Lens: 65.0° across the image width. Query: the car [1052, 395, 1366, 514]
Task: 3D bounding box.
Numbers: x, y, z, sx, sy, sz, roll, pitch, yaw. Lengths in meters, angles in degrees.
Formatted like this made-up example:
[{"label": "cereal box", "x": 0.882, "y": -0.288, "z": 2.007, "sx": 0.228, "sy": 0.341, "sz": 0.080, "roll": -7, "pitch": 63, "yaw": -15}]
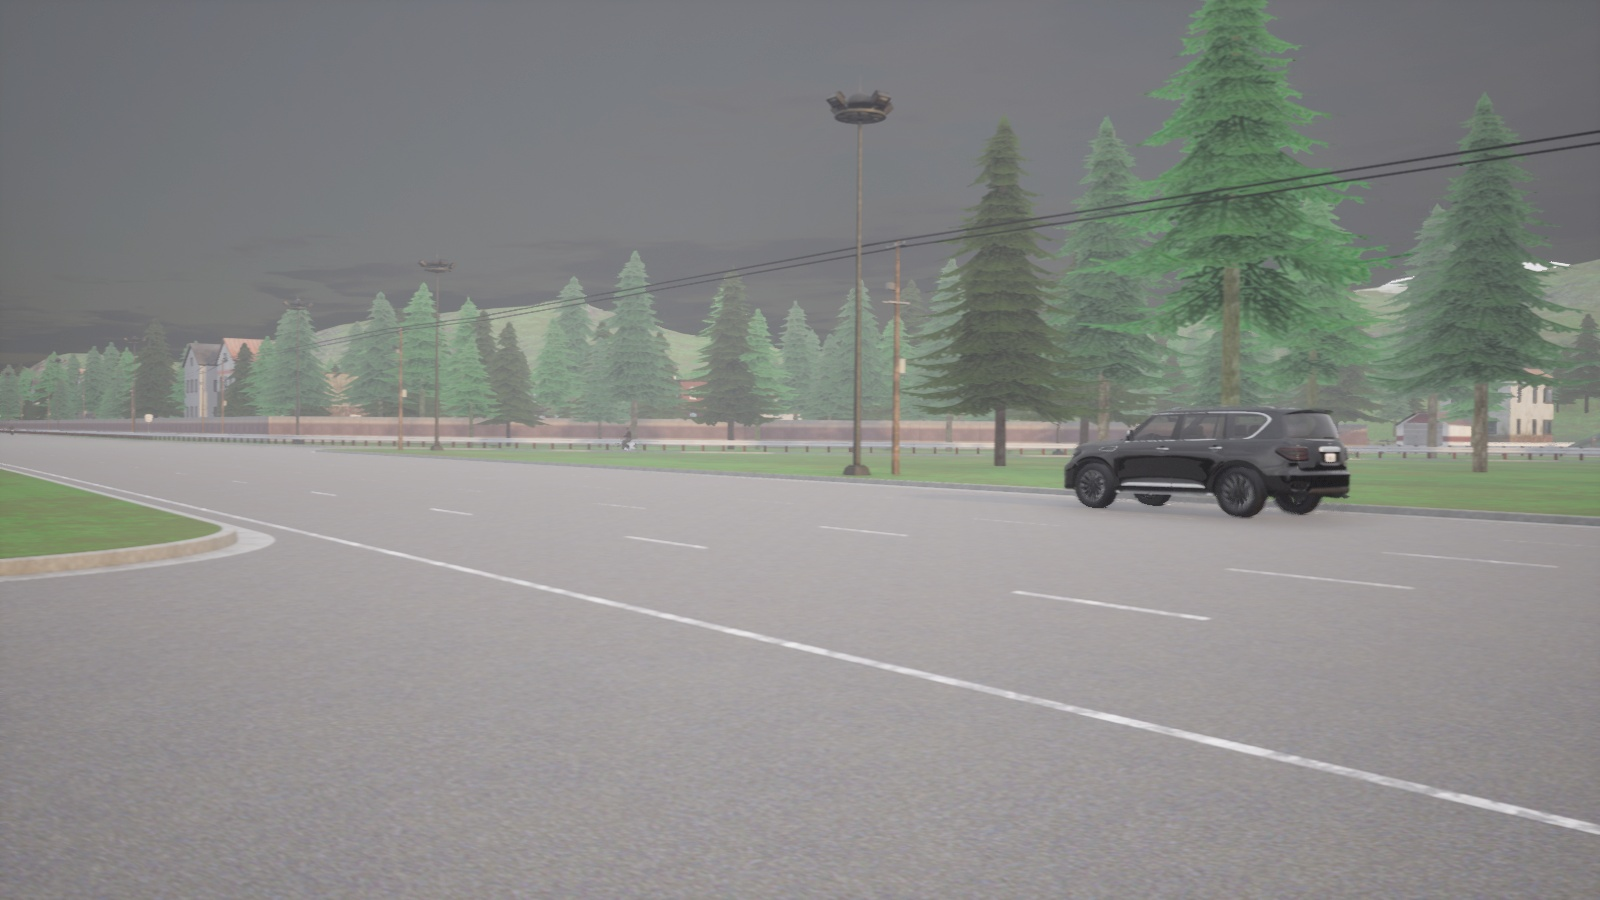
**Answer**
[{"label": "car", "x": 7.763, "y": 0.039, "z": 24.436, "sx": 2.150, "sy": 2.045, "sz": 5.566, "roll": -1, "pitch": 1, "yaw": -38}]
